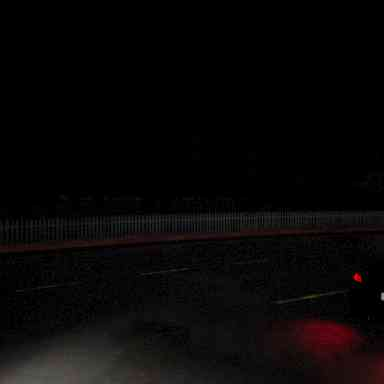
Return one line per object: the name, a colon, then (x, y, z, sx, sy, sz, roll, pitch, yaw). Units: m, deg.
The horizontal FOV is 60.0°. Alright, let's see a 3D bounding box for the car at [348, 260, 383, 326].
car: (4.804, 1.564, 5.766, 4.181, 1.385, 1.994, 0, 0, -24)
